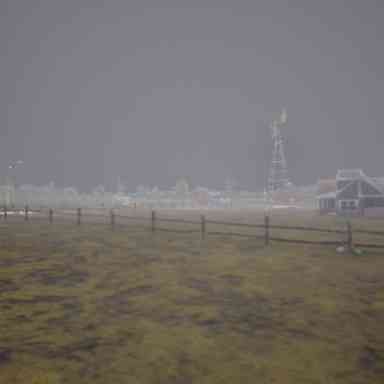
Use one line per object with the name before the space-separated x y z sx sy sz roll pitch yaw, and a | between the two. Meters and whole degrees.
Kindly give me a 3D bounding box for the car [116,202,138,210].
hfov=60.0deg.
car | -13.152 2.741 67.265 1.882 1.535 5.008 -1 -2 35
